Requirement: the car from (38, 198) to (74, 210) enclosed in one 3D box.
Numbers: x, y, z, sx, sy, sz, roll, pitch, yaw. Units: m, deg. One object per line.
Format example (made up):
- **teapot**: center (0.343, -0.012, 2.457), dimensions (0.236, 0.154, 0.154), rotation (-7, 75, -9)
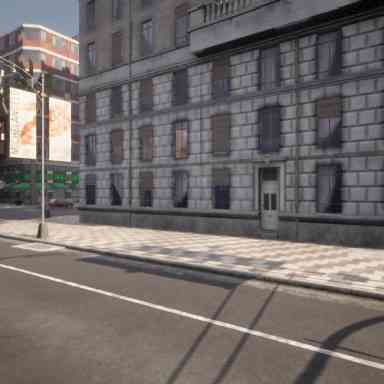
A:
- **car**: center (-18.094, 1.526, 44.427), dimensions (1.812, 1.442, 4.674), rotation (0, 0, 36)
